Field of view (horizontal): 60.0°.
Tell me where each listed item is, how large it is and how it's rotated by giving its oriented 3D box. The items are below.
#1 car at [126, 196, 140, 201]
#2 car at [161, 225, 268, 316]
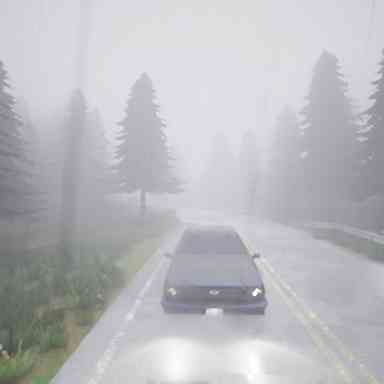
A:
[{"bbox_3d":[-9.435,1.326,55.041,1.994,1.385,4.181,3,-2,-30],"label":"car"},{"bbox_3d":[0.463,1.551,8.024,2.033,1.411,5.357,0,0,2],"label":"car"}]
